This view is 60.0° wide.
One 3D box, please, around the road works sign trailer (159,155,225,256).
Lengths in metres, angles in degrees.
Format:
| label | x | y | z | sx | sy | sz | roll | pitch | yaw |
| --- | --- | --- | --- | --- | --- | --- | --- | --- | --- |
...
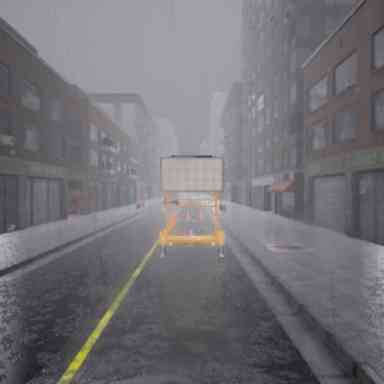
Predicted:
| label | x | y | z | sx | sy | sz | roll | pitch | yaw |
| --- | --- | --- | --- | --- | --- | --- | --- | --- | --- |
| road works sign trailer | 0.000 | 0.402 | 12.725 | 2.380 | 3.560 | 2.880 | 0 | 0 | 0 |

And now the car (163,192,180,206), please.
| label | x | y | z | sx | sy | sz | roll | pitch | yaw |
| --- | --- | --- | --- | --- | --- | --- | --- | --- | --- |
| car | -3.067 | 0.970 | 50.639 | 2.150 | 2.045 | 5.566 | 0 | 0 | 0 |
